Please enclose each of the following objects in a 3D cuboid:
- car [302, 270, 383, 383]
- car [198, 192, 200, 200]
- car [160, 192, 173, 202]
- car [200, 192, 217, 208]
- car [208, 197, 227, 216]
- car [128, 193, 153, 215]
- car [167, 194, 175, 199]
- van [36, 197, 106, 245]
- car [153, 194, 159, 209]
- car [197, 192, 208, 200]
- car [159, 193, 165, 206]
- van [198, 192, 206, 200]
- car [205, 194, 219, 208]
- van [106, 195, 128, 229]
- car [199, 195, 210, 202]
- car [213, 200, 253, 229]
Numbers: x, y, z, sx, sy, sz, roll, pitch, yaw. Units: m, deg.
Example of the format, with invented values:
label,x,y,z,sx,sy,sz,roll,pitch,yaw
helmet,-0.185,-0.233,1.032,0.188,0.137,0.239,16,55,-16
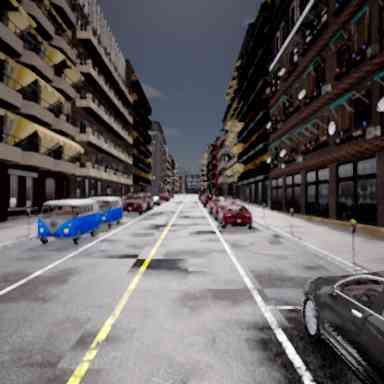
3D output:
label,x,y,z,sx,sy,sz,roll,pitch,yaw
car,2.579,1.522,3.604,2.008,1.369,4.403,1,0,0
car,2.441,1.116,53.381,1.967,1.590,4.097,1,0,0
car,-5.427,0.948,64.481,2.192,1.841,5.009,1,0,0
car,2.468,1.045,42.317,2.192,1.841,5.009,1,0,0
car,2.532,1.369,25.725,1.887,1.381,4.507,1,0,0
car,-5.355,1.111,31.299,2.192,1.841,5.009,1,0,0
car,-5.481,1.145,86.607,1.802,1.307,4.206,1,0,0
van,-5.319,1.238,14.707,1.690,1.788,3.998,1,0,0
car,-5.366,1.079,36.829,2.192,1.841,5.009,1,0,0
car,2.395,0.905,75.506,2.192,1.841,5.009,1,0,0
car,-5.396,1.272,47.893,1.947,1.339,4.313,1,0,0
van,2.383,0.915,81.038,1.690,1.788,3.998,1,0,0
car,2.530,1.232,31.256,1.967,1.590,4.097,1,0,0
van,-5.332,1.203,20.239,1.690,1.788,3.998,1,0,0
car,2.414,1.211,64.444,1.802,1.307,4.206,1,0,0
car,2.544,1.403,20.195,1.887,1.381,4.507,1,0,0
